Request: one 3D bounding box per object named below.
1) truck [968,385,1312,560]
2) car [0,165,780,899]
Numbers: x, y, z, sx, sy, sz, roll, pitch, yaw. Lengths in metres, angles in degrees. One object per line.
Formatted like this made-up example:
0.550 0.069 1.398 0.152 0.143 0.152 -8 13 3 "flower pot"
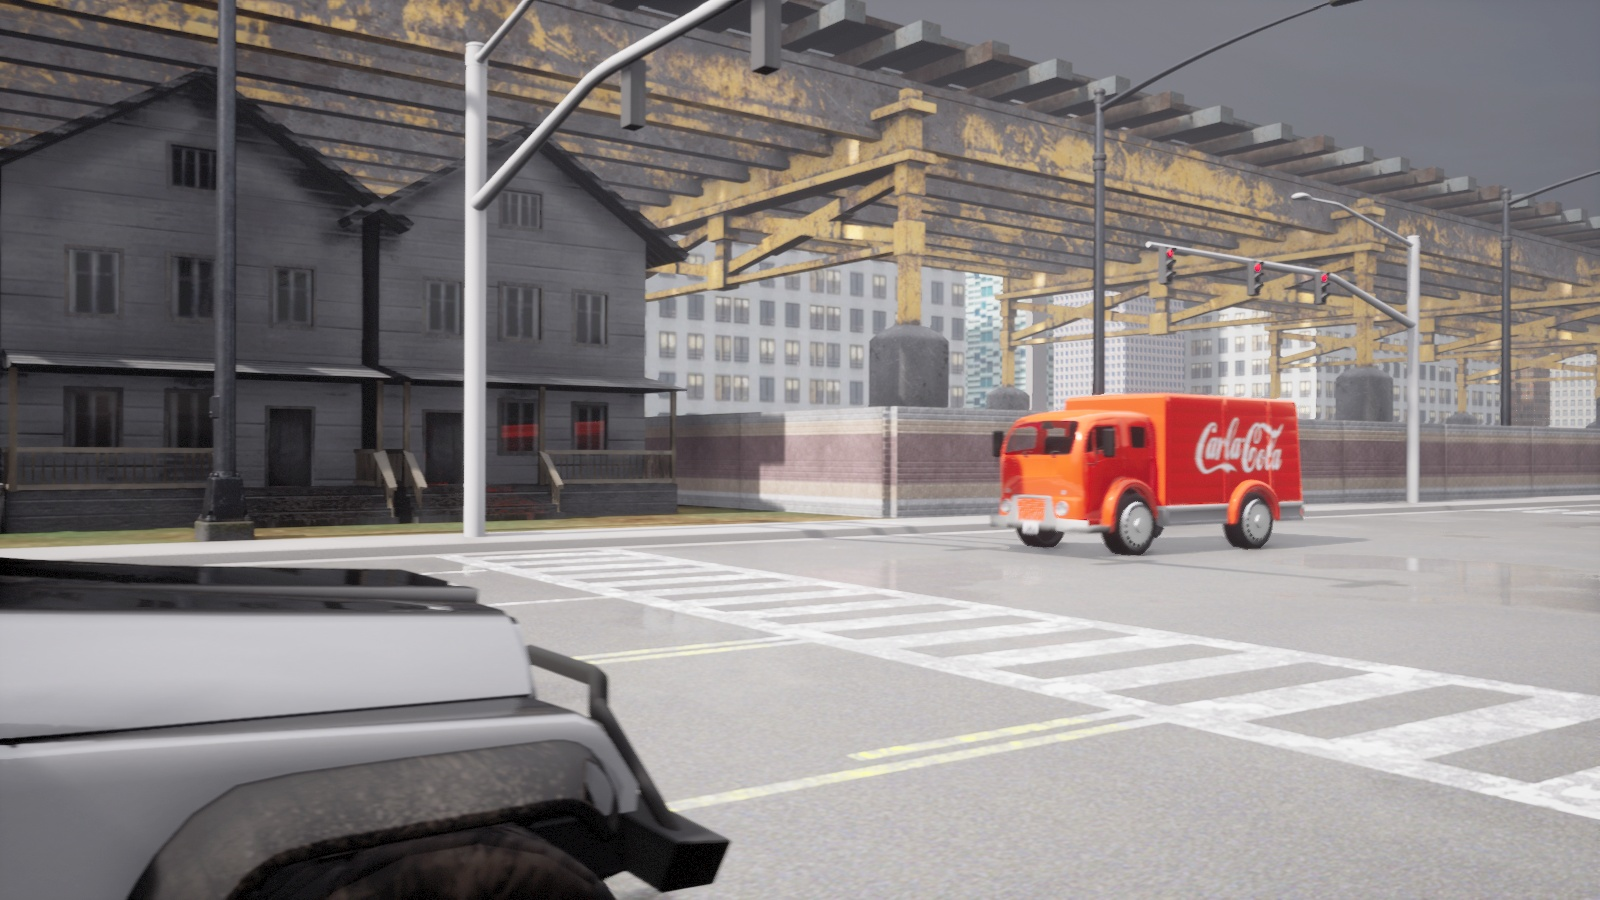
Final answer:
5.555 0.326 20.316 5.204 2.467 2.627 0 0 -35 "truck"
-2.174 0.550 2.151 3.866 1.878 1.905 0 0 -35 "car"
